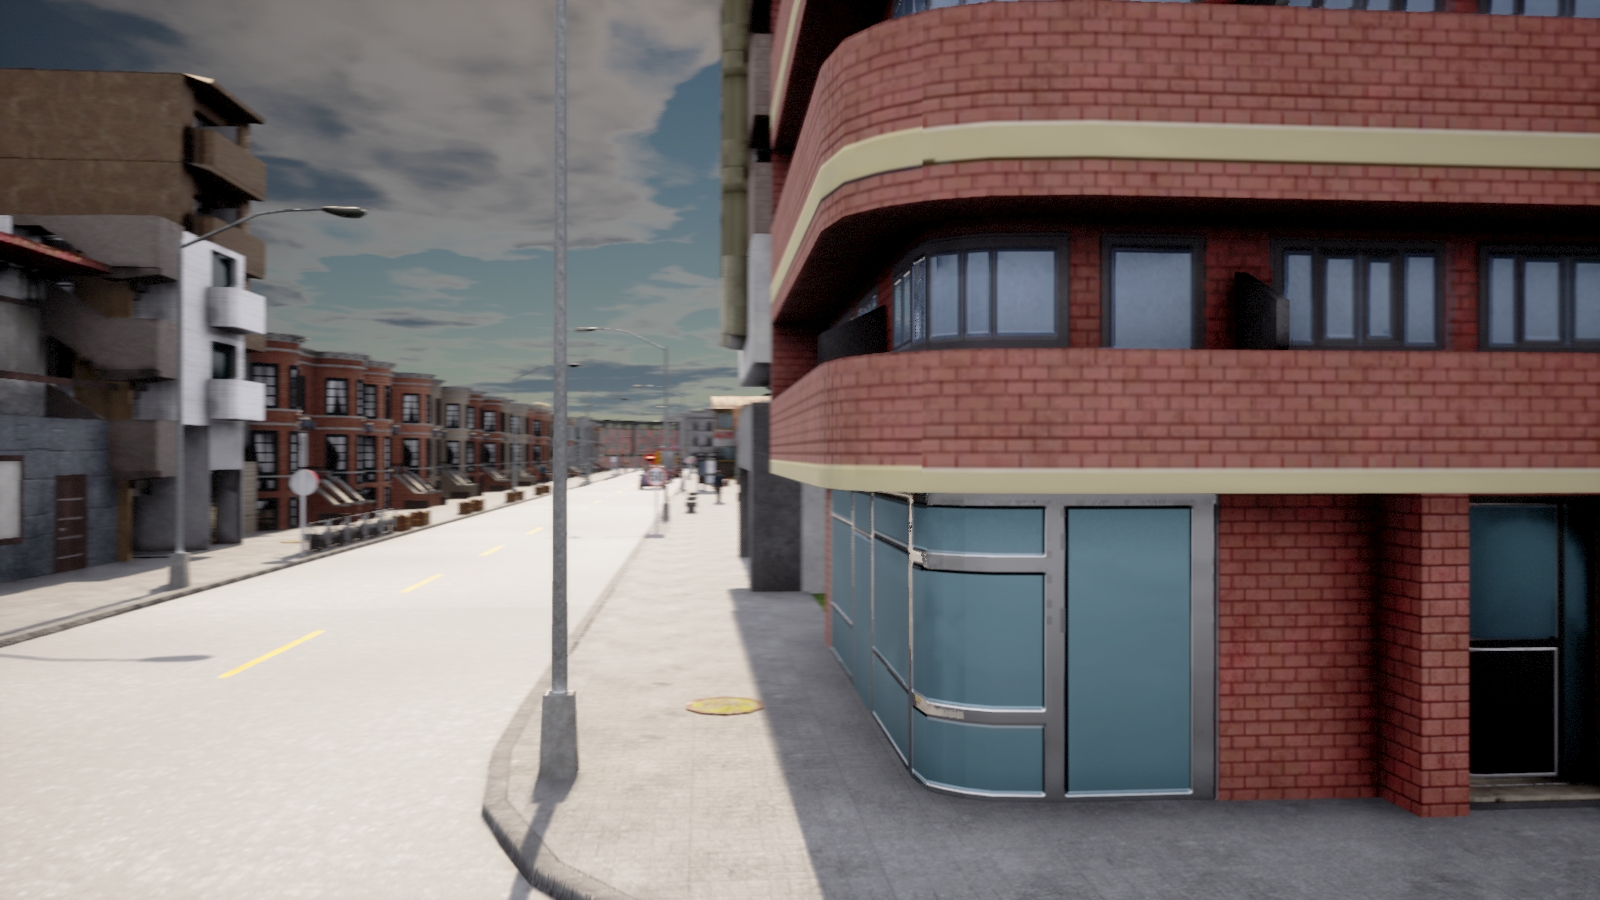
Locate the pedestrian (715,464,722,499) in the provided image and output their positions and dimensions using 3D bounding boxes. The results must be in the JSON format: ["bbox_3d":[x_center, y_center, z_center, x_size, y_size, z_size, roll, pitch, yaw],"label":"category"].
[{"bbox_3d":[-4.353,1.678,60.888,0.375,1.860,0.375,0,0,-8],"label":"pedestrian"}]
